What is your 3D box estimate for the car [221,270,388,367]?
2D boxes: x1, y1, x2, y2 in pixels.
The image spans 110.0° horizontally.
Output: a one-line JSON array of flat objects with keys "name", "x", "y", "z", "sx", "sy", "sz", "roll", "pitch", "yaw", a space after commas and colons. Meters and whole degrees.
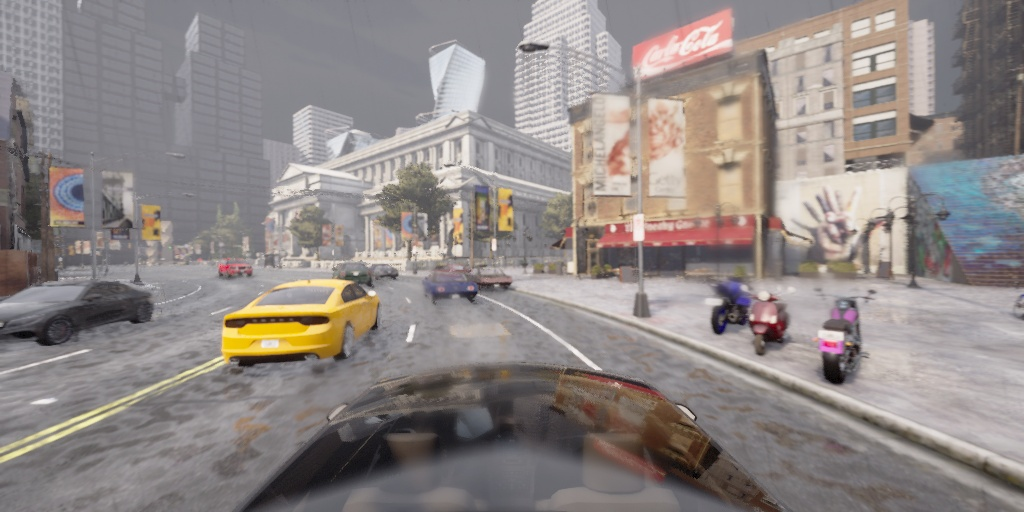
[{"name": "car", "x": -4.352, "y": 1.276, "z": 8.262, "sx": 1.882, "sy": 1.535, "sz": 5.008, "roll": 0, "pitch": 0, "yaw": -10}]

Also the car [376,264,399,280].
[{"name": "car", "x": -12.056, "y": 1.423, "z": 32.497, "sx": 2.033, "sy": 1.411, "sz": 5.357, "roll": -1, "pitch": 0, "yaw": -40}]

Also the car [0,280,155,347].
[{"name": "car", "x": -11.994, "y": 1.417, "z": 9.718, "sx": 1.812, "sy": 1.442, "sz": 4.674, "roll": -1, "pitch": 0, "yaw": -16}]

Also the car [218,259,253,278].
[{"name": "car", "x": -31.262, "y": 1.312, "z": 40.463, "sx": 5.566, "sy": 2.045, "sz": 2.150, "roll": -1, "pitch": 0, "yaw": 39}]

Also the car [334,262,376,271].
[{"name": "car", "x": -11.497, "y": 1.226, "z": 25.643, "sx": 2.097, "sy": 1.767, "sz": 4.553, "roll": -1, "pitch": 0, "yaw": -32}]

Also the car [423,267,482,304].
[{"name": "car", "x": -3.027, "y": 1.377, "z": 16.698, "sx": 1.895, "sy": 1.301, "sz": 4.718, "roll": -1, "pitch": 0, "yaw": -20}]
